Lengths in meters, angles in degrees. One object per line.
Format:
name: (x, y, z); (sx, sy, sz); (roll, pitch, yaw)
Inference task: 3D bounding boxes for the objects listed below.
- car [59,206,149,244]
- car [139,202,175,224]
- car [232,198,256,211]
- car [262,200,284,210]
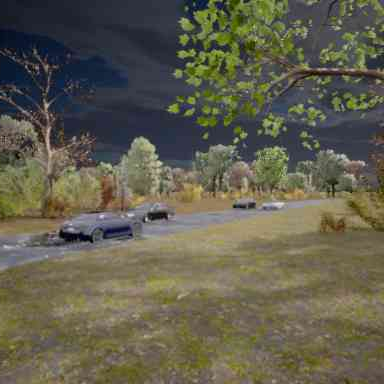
car: (-4.280, 1.591, 16.121); (1.994, 1.385, 4.181); (0, 0, 28)
car: (-3.138, 1.544, 25.036); (2.128, 1.511, 4.902); (0, 0, 28)
car: (6.893, 1.568, 43.488); (1.882, 1.535, 5.008); (0, -1, 29)
car: (10.898, 1.686, 44.346); (1.895, 1.301, 4.718); (0, 0, 29)
